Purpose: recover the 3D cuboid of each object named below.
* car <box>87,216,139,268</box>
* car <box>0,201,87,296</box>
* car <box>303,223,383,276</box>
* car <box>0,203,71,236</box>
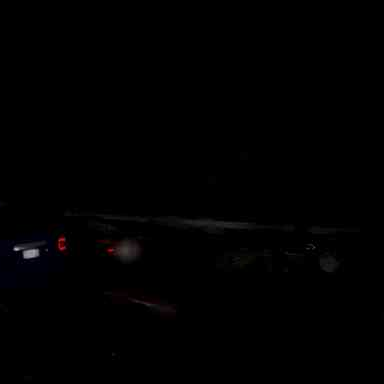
[{"bbox_3d":[-3.794,1.527,10.997,4.674,1.442,1.812,0,0,35],"label":"car"},{"bbox_3d":[-5.133,1.222,7.653,5.566,2.045,2.150,0,0,35],"label":"car"},{"bbox_3d":[5.506,1.478,8.664,5.008,1.535,1.882,0,0,35],"label":"car"},{"bbox_3d":[-9.320,1.480,19.238,5.008,1.535,1.882,0,0,35],"label":"car"}]
